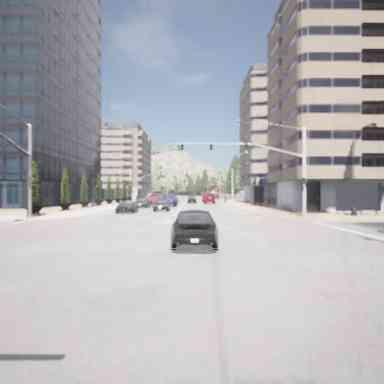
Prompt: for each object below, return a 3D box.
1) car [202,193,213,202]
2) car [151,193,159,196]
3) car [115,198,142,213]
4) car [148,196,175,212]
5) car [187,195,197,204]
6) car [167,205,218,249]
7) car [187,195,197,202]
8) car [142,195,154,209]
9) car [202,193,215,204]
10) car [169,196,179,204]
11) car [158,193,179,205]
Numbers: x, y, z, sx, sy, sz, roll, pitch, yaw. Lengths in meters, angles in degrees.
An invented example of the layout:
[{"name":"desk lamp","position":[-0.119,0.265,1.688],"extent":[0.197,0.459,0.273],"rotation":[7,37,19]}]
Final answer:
[{"name":"car","position":[3.497,1.231,76.886],"extent":[2.150,2.045,5.566],"rotation":[0,0,0]},{"name":"car","position":[-7.009,1.302,63.981],"extent":[2.150,2.045,5.566],"rotation":[0,0,0]},{"name":"car","position":[-7.087,1.613,36.718],"extent":[1.994,1.385,4.181],"rotation":[0,0,0]},{"name":"car","position":[-3.578,1.544,39.921],"extent":[2.128,1.511,4.902],"rotation":[0,0,0]},{"name":"car","position":[-0.002,1.613,67.737],"extent":[1.812,1.442,4.674],"rotation":[0,0,0]},{"name":"car","position":[0.099,1.524,14.514],"extent":[1.837,1.490,4.892],"rotation":[0,0,0]},{"name":"car","position":[-0.003,1.532,76.856],"extent":[2.128,1.511,4.902],"rotation":[0,0,0]},{"name":"car","position":[-7.077,1.551,47.173],"extent":[2.128,1.511,4.902],"rotation":[0,0,0]},{"name":"car","position":[3.498,1.308,66.631],"extent":[2.150,2.045,5.566],"rotation":[0,0,0]},{"name":"car","position":[-3.502,1.611,65.719],"extent":[1.812,1.442,4.674],"rotation":[0,0,0]},{"name":"car","position":[-3.542,1.293,52.081],"extent":[2.150,2.045,5.566],"rotation":[0,-1,1]}]
